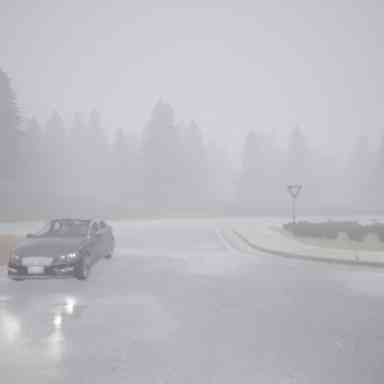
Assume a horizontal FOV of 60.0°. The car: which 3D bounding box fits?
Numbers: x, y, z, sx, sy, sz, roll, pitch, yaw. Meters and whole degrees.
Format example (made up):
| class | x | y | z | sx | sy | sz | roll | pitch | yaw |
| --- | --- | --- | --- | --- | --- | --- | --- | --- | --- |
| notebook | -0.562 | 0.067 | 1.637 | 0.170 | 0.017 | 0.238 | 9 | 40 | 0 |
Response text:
| class | x | y | z | sx | sy | sz | roll | pitch | yaw |
| --- | --- | --- | --- | --- | --- | --- | --- | --- | --- |
| car | -3.641 | 1.548 | 10.120 | 2.128 | 1.511 | 4.902 | 0 | 0 | -1 |
